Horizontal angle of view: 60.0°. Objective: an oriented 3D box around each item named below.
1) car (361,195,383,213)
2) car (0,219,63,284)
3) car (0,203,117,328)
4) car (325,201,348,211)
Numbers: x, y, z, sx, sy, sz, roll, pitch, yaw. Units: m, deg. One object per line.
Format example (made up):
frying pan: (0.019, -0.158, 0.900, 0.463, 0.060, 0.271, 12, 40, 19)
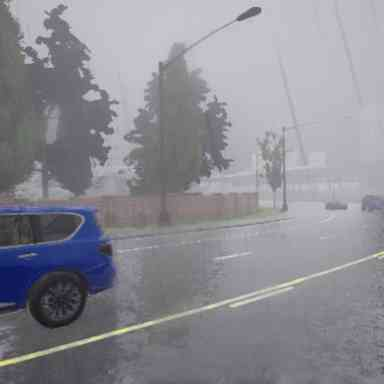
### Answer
car: (21.857, 1.368, 39.613, 2.150, 2.045, 5.566, -1, -1, 15)
car: (-5.966, 1.566, 8.459, 4.674, 1.442, 1.812, 0, 0, -36)
car: (-4.042, 1.248, 5.506, 5.566, 2.045, 2.150, 0, 0, -36)
car: (19.386, 1.851, 44.702, 1.895, 1.301, 4.718, -1, -1, 9)
